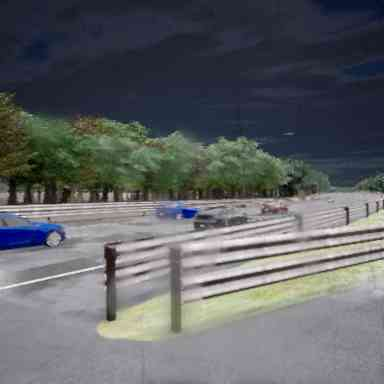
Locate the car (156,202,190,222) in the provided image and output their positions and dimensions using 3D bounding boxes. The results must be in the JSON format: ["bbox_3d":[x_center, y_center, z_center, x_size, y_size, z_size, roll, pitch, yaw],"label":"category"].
[{"bbox_3d":[-0.930,1.609,28.041,1.882,1.535,5.008,0,0,35],"label":"car"}]

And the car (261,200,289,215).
[{"bbox_3d":[9.064,1.721,36.301,1.812,1.442,4.674,0,0,34],"label":"car"}]

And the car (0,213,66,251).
[{"bbox_3d":[-7.420,1.570,13.045,1.882,1.535,5.008,0,0,36],"label":"car"}]

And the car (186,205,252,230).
[{"bbox_3d":[1.996,1.647,20.244,1.837,1.490,4.892,0,0,36],"label":"car"}]

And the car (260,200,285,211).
[{"bbox_3d":[11.080,1.790,45.695,1.994,1.385,4.181,0,0,34],"label":"car"}]
